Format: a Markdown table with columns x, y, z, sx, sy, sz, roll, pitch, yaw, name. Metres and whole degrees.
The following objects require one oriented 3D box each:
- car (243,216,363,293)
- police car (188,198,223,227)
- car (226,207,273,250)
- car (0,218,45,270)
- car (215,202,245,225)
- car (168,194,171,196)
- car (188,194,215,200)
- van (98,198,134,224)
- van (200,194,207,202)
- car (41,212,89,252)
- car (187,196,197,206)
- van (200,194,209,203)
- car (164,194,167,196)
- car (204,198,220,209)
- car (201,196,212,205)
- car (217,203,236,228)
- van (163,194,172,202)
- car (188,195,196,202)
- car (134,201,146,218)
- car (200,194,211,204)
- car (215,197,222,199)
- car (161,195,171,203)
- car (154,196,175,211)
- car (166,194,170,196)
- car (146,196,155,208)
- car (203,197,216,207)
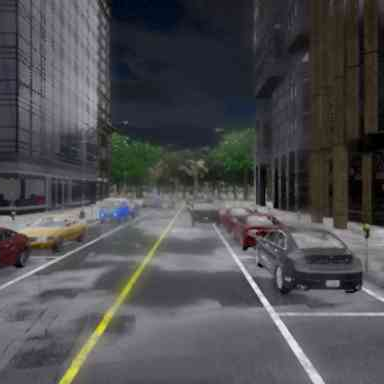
| x | y | z | sx | sy | sz | roll | pitch | yaw | name |
| --- | --- | --- | --- | --- | --- | --- | --- | --- | --- |
| 2.759 | 1.560 | 8.701 | 2.008 | 1.369 | 4.403 | 0 | 0 | 0 | car |
| 0.893 | 1.451 | 23.390 | 1.930 | 1.638 | 5.238 | 0 | 0 | 0 | police car |
| 2.758 | 1.560 | 14.139 | 1.887 | 1.381 | 4.507 | 0 | 0 | 0 | car |
| -5.766 | 1.590 | 8.698 | 1.802 | 1.307 | 4.206 | 0 | 0 | 0 | car |
| 2.754 | 1.552 | 25.184 | 1.752 | 1.417 | 4.829 | 0 | 0 | 0 | car |
| -5.786 | 1.612 | 68.342 | 1.752 | 1.417 | 4.829 | 0 | 0 | 0 | car |
| 0.889 | 1.388 | 33.251 | 2.097 | 1.767 | 4.553 | 0 | 0 | 0 | car |
| -5.771 | 1.367 | 25.011 | 1.690 | 1.788 | 3.998 | 0 | 0 | 0 | van |
| 2.736 | 1.448 | 79.390 | 1.690 | 1.788 | 3.998 | 0 | 0 | 0 | van |
| -5.768 | 1.539 | 13.966 | 1.752 | 1.417 | 4.829 | 0 | 0 | 0 | car |
| -0.019 | 1.577 | 59.397 | 1.837 | 1.490 | 4.892 | 0 | 0 | 0 | car |
| 2.737 | 1.438 | 73.952 | 1.690 | 1.788 | 3.998 | 0 | 0 | 0 | van |
| -5.782 | 1.594 | 57.467 | 1.752 | 1.417 | 4.829 | 0 | 0 | 0 | car |
| 2.747 | 1.605 | 46.764 | 2.008 | 1.369 | 4.403 | 0 | 0 | 0 | car |
| 2.741 | 1.519 | 63.077 | 1.967 | 1.590 | 4.097 | 0 | 0 | 0 | car |
| 2.756 | 1.566 | 19.576 | 1.887 | 1.381 | 4.507 | 0 | 0 | 0 | car |
| -5.790 | 1.446 | 79.387 | 1.690 | 1.788 | 3.998 | 0 | 0 | 0 | van |
| -0.024 | 1.474 | 74.503 | 1.837 | 1.490 | 4.892 | 0 | 0 | 0 | car |
| -5.773 | 1.583 | 30.449 | 2.008 | 1.369 | 4.403 | 0 | 0 | 0 | car |
| 2.739 | 1.403 | 68.515 | 2.192 | 1.841 | 5.009 | 0 | 0 | 0 | car |
| 2.750 | 1.565 | 36.059 | 1.752 | 1.417 | 4.829 | 0 | 0 | 0 | car |
| -5.788 | 1.536 | 73.949 | 1.967 | 1.590 | 4.097 | 0 | 0 | 0 | car |
| -3.103 | 1.538 | 41.024 | 2.128 | 1.511 | 4.902 | 0 | 0 | 0 | car |
| -5.784 | 1.643 | 63.074 | 1.947 | 1.339 | 4.313 | 0 | 0 | 0 | car |
| -5.778 | 1.619 | 46.761 | 1.947 | 1.339 | 4.313 | 0 | 0 | 0 | car |
| 2.745 | 1.588 | 52.371 | 1.752 | 1.417 | 4.829 | 0 | 0 | 0 | car |
